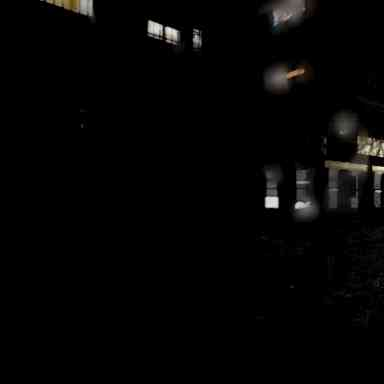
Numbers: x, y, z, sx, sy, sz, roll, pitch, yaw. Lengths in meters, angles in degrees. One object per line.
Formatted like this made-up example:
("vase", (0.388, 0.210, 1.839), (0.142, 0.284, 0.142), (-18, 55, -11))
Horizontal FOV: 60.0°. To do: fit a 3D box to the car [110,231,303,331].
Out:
("car", (0.500, 1.559, 6.900), (4.313, 1.339, 1.947), (0, 1, -35))
